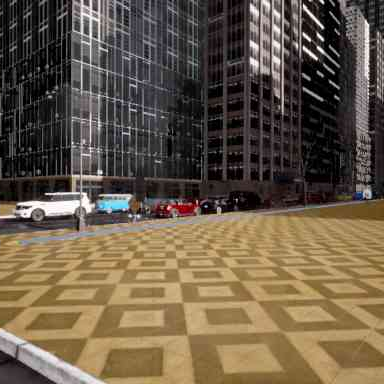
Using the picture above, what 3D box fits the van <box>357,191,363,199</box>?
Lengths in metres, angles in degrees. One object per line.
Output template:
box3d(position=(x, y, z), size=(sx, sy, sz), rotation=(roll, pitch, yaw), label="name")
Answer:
box3d(position=(35.792, 0.683, 70.379), size=(1.690, 1.788, 3.998), rotation=(1, 1, 40), label="van")

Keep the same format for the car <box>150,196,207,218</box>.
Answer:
box3d(position=(-1.047, 1.240, 27.033), size=(1.967, 1.590, 4.097), rotation=(1, 1, 40), label="car")

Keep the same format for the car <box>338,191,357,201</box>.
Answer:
box3d(position=(28.515, 0.957, 61.856), size=(1.752, 1.417, 4.829), rotation=(1, 1, 40), label="car")

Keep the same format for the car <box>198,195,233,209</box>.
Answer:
box3d(position=(2.928, 1.197, 40.795), size=(1.812, 1.442, 4.674), rotation=(0, 1, 41), label="car")

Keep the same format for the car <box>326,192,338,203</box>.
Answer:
box3d(position=(21.019, 0.839, 53.070), size=(2.192, 1.841, 5.009), rotation=(1, 1, 40), label="car")

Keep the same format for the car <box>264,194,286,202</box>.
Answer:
box3d(position=(14.656, 1.056, 58.530), size=(1.947, 1.339, 4.313), rotation=(1, 1, 40), label="car")

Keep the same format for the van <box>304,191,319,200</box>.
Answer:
box3d(position=(25.737, 0.694, 71.507), size=(1.690, 1.788, 3.998), rotation=(1, 1, 40), label="van")

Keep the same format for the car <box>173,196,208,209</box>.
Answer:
box3d(position=(-0.123, 1.219, 41.229), size=(1.887, 1.381, 4.507), rotation=(1, 1, 40), label="car")

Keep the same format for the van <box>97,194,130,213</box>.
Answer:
box3d(position=(-7.594, 1.107, 32.645), size=(1.690, 1.788, 3.998), rotation=(1, 1, 40), label="van")

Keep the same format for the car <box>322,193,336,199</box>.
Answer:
box3d(position=(33.123, 0.829, 80.165), size=(1.947, 1.339, 4.313), rotation=(1, 1, 40), label="car")

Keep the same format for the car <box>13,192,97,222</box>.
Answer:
box3d(position=(-10.399, 1.059, 25.193), size=(2.150, 2.045, 5.566), rotation=(0, 1, 40), label="car")

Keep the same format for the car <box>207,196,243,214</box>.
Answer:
box3d(position=(2.602, 1.320, 31.398), size=(1.947, 1.339, 4.313), rotation=(1, 1, 40), label="car")

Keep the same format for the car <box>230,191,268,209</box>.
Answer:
box3d(position=(6.546, 0.891, 40.115), size=(2.150, 2.045, 5.566), rotation=(0, 1, 41), label="car")

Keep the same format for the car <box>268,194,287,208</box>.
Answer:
box3d(position=(9.938, 1.244, 40.094), size=(1.802, 1.307, 4.206), rotation=(1, 1, 40), label="car")

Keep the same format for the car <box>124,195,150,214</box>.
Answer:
box3d(position=(-3.734, 1.301, 33.008), size=(2.033, 1.411, 5.357), rotation=(0, 1, 40), label="car")

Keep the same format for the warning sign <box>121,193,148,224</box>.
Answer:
box3d(position=(-3.545, 0.977, 20.655), size=(1.300, 1.860, 1.060), rotation=(0, 0, 40), label="warning sign")

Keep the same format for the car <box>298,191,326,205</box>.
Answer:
box3d(position=(17.325, 0.885, 48.744), size=(2.192, 1.841, 5.009), rotation=(1, 1, 40), label="car")

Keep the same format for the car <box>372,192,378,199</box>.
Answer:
box3d(position=(39.484, 0.847, 74.709), size=(2.008, 1.369, 4.403), rotation=(1, 1, 40), label="car")
